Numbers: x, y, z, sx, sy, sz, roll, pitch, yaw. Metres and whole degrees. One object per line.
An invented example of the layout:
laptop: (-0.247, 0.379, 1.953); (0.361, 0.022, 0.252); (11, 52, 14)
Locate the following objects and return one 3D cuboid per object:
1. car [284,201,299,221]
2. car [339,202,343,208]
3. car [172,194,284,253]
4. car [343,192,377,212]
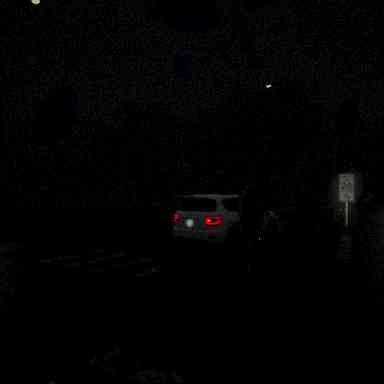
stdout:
car: (6.480, 1.392, 24.973); (1.994, 1.385, 4.181); (0, 0, 37)
car: (20.850, 1.347, 43.982); (1.812, 1.442, 4.674); (0, 0, 37)
car: (1.535, 1.098, 13.462); (2.150, 2.045, 5.566); (0, 0, 37)
car: (18.483, 1.029, 36.063); (2.150, 2.045, 5.566); (0, 0, 37)
